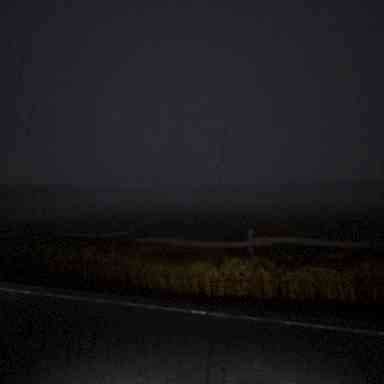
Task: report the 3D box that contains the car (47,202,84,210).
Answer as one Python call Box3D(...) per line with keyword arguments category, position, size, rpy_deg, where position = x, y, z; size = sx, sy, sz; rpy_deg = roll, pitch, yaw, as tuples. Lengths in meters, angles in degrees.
Box3D(category="car", position=(-16.355, 2.081, 43.512), size=(2.033, 1.411, 5.357), rpy_deg=(-1, 0, 22))

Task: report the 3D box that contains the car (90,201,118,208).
Box3D(category="car", position=(-12.004, 1.935, 46.072), size=(2.128, 1.511, 4.902), rpy_deg=(-1, 0, 21))
